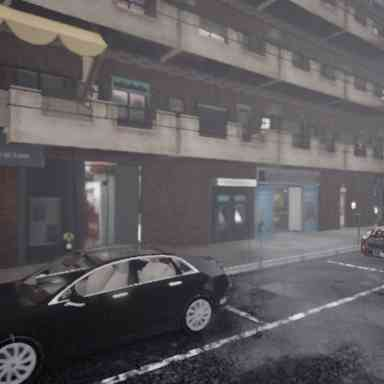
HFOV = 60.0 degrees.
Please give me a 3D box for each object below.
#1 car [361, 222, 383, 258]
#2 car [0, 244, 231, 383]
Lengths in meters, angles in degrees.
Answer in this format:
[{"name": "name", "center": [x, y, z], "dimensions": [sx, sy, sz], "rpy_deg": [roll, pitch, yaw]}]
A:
[{"name": "car", "center": [7.640, 1.440, 11.541], "dimensions": [4.097, 1.590, 1.967], "rpy_deg": [0, 0, -35]}, {"name": "car", "center": [-1.373, 1.550, 5.113], "dimensions": [4.403, 1.369, 2.008], "rpy_deg": [0, 0, -35]}]
